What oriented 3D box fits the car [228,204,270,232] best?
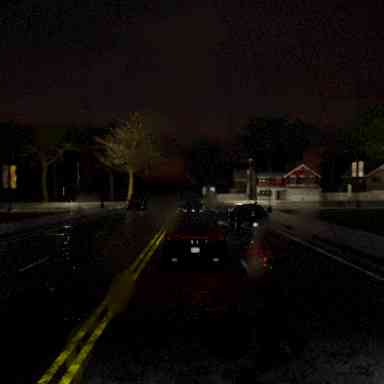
[{"bbox_3d":[3.348,1.470,19.964,1.837,1.490,4.892,0,0,0],"label":"car"}]

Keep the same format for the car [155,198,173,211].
[{"bbox_3d":[-3.259,1.444,39.404,1.837,1.490,4.892,0,0,0],"label":"car"}]

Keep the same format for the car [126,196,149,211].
[{"bbox_3d":[-6.502,1.307,39.944,2.097,1.767,4.553,0,0,0],"label":"car"}]

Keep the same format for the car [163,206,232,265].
[{"bbox_3d":[0.098,1.458,11.640,1.882,1.535,5.008,0,0,0],"label":"car"}]

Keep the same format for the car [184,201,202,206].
[{"bbox_3d":[0.096,1.499,28.232,2.033,1.411,5.357,0,0,0],"label":"car"}]
